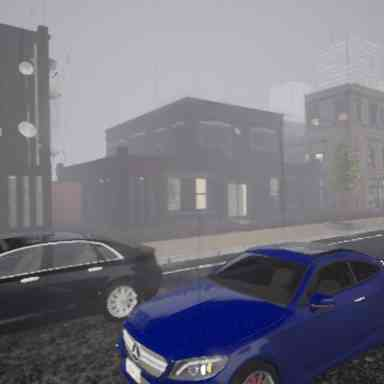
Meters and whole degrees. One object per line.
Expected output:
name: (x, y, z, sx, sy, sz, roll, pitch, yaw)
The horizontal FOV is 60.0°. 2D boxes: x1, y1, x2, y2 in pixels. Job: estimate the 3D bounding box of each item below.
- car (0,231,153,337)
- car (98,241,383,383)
car: (-2.840, 1.497, 5.640, 4.892, 1.490, 1.837, 0, 0, -35)
car: (1.329, 1.490, 4.620, 4.674, 1.442, 1.812, -1, 0, -35)
